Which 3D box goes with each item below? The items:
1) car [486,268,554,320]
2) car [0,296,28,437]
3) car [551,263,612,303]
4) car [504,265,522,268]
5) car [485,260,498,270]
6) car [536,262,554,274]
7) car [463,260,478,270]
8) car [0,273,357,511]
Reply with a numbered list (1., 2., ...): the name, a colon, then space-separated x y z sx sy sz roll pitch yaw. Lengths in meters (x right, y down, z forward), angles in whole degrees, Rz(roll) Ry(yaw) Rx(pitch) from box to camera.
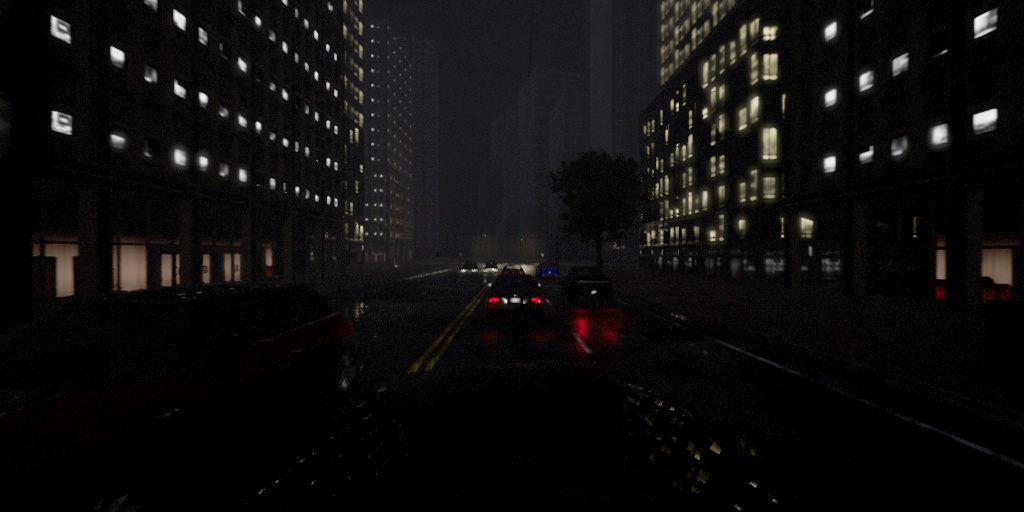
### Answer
1. car: 0.094 1.328 12.809 2.033 1.411 5.357 0 0 0
2. car: -6.602 1.227 1.684 1.882 1.535 5.008 0 0 0
3. car: 3.346 1.282 17.071 2.128 1.511 4.902 0 0 0
4. car: 0.094 1.421 31.095 1.895 1.301 4.718 0 0 0
5. car: -3.258 1.376 56.961 1.837 1.490 4.892 0 0 0
6. car: 3.345 1.304 34.059 1.882 1.535 5.008 0 0 0
7. car: -6.512 1.335 56.672 1.882 1.535 5.008 0 0 0
8. car: -3.352 1.107 3.415 2.097 1.767 4.553 0 0 0
